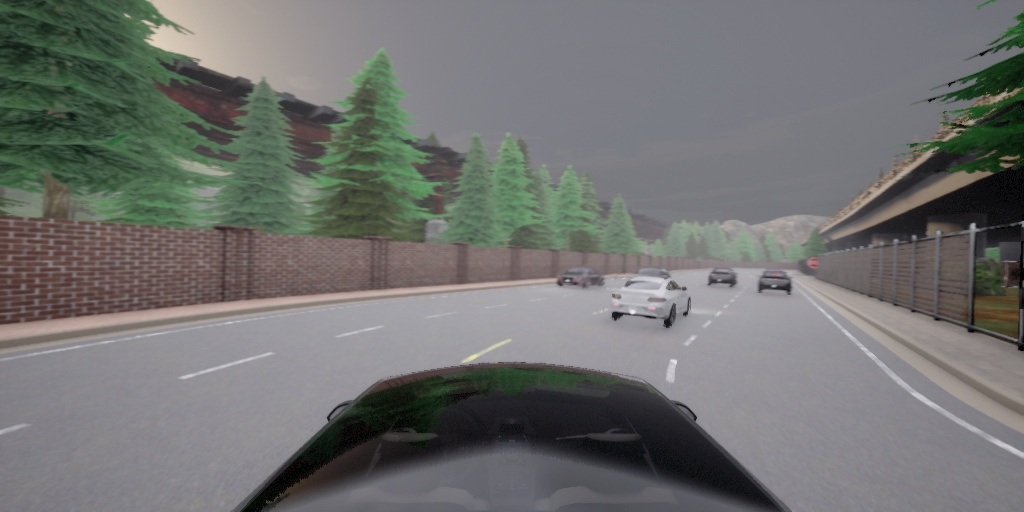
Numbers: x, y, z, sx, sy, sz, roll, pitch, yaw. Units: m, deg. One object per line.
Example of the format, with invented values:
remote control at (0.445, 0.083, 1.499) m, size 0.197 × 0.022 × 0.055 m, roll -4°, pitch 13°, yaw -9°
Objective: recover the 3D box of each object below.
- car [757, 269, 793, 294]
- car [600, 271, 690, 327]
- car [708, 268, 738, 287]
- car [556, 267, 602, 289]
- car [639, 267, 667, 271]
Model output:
car at (18.540, 1.805, 25.358) m, size 2.128 × 1.511 × 4.902 m, roll 2°, pitch 0°, yaw 36°
car at (4.833, 1.413, 12.313) m, size 1.812 × 1.442 × 4.674 m, roll 2°, pitch 0°, yaw 35°
car at (18.074, 1.778, 30.693) m, size 2.128 × 1.511 × 4.902 m, roll 2°, pitch 0°, yaw 36°
car at (4.716, 1.421, 24.439) m, size 1.994 × 1.385 × 4.181 m, roll 2°, pitch 0°, yaw 36°
car at (10.075, 1.539, 25.840) m, size 1.837 × 1.490 × 4.892 m, roll 2°, pitch 0°, yaw 36°
